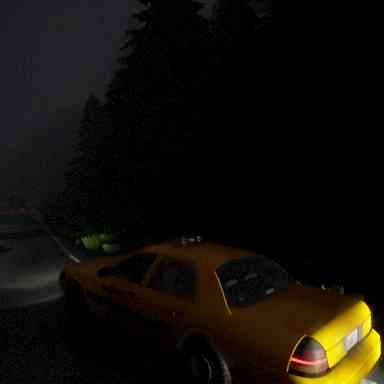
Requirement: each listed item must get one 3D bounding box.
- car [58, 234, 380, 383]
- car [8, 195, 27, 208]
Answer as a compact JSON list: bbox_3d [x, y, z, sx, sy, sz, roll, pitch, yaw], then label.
[{"bbox_3d":[-0.238,1.417,5.102,5.366,1.575,1.801,1,1,45],"label":"car"},{"bbox_3d":[-21.007,1.056,40.142,2.128,1.511,4.902,-2,2,-26],"label":"car"}]
